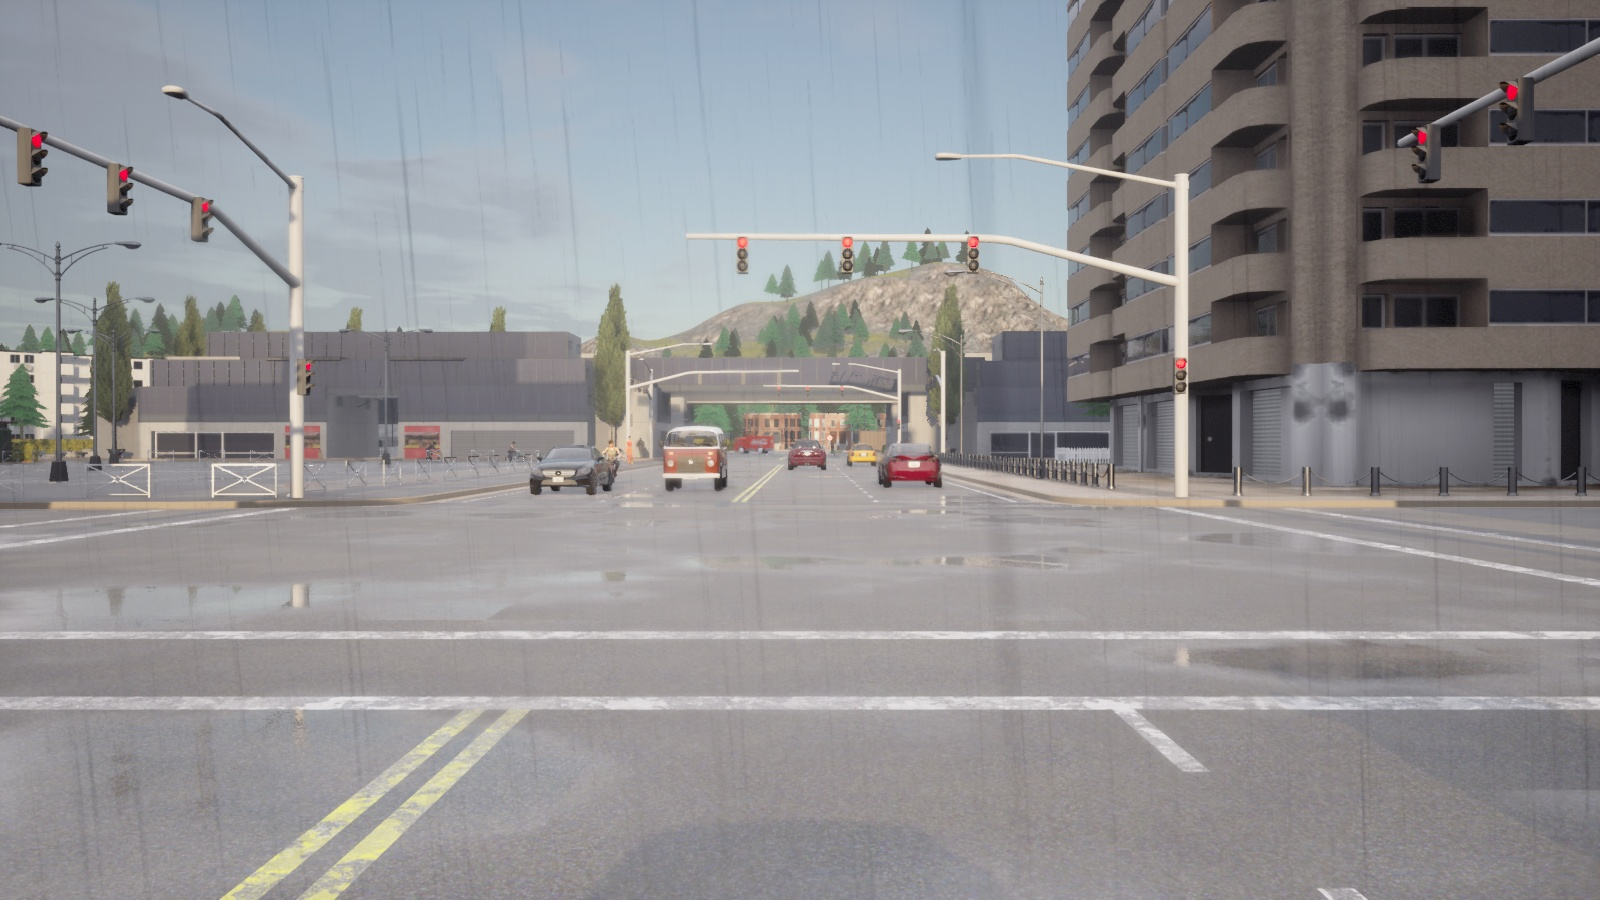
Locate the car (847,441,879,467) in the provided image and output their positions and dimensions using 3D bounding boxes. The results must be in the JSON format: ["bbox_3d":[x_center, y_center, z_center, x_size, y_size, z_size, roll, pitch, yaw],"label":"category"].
[{"bbox_3d":[3.962,0.236,80.183,1.801,1.575,5.366,0,0,0],"label":"car"}]

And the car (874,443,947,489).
[{"bbox_3d":[3.748,0.504,43.381,2.163,1.488,4.792,0,0,1],"label":"car"}]

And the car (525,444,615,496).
[{"bbox_3d":[-6.776,0.555,37.498,1.812,1.442,4.674,0,0,0],"label":"car"}]

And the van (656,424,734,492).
[{"bbox_3d":[-3.263,0.246,39.730,2.069,2.038,4.480,0,0,0],"label":"van"}]

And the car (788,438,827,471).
[{"bbox_3d":[0.404,0.211,69.817,2.097,1.767,4.553,0,0,0],"label":"car"}]
